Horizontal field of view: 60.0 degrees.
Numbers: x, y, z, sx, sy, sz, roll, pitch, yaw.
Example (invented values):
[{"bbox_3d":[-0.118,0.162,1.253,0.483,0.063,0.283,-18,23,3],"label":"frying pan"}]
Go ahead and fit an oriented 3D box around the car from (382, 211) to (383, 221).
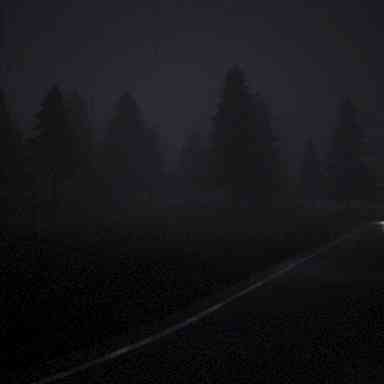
[{"bbox_3d":[19.518,2.031,31.904,2.033,1.411,5.357,-1,-1,35],"label":"car"}]
